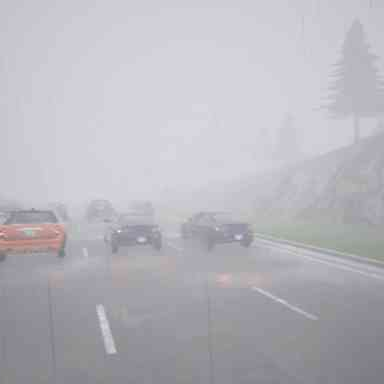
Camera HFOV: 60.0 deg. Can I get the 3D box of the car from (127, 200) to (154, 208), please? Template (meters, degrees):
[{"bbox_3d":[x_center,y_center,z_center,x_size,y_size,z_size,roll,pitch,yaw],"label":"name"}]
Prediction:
[{"bbox_3d":[-4.641,1.465,29.460,2.128,1.511,4.902,0,0,-20],"label":"car"}]

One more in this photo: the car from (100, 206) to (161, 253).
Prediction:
[{"bbox_3d":[-2.561,1.515,13.757,1.812,1.442,4.674,0,-1,-20],"label":"car"}]

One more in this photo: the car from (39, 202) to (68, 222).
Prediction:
[{"bbox_3d":[-11.427,1.558,27.643,1.994,1.385,4.181,0,0,-20],"label":"car"}]

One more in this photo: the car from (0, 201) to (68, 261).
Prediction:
[{"bbox_3d":[-5.892,1.349,12.665,2.097,1.767,4.553,0,0,-20],"label":"car"}]

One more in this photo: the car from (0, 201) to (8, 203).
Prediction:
[{"bbox_3d":[-15.011,1.481,27.256,1.882,1.535,5.008,0,0,-20],"label":"car"}]

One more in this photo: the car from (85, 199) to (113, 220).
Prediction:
[{"bbox_3d":[-7.817,1.334,27.950,2.097,1.767,4.553,0,0,-20],"label":"car"}]

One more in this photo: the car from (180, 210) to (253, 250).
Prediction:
[{"bbox_3d":[0.933,1.504,14.383,1.812,1.442,4.674,0,-1,-20],"label":"car"}]
